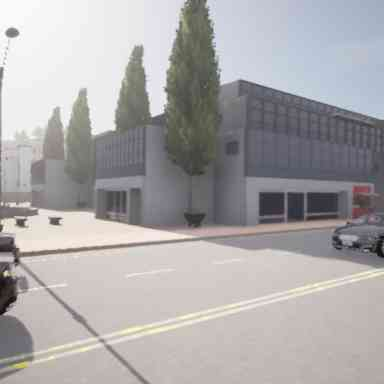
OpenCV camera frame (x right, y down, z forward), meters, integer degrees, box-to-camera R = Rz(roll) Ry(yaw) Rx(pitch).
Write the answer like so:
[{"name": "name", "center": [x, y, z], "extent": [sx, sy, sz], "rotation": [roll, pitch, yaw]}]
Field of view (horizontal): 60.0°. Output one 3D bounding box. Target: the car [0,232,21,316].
[{"name": "car", "center": [-5.160, 1.480, 4.624], "extent": [4.892, 1.490, 1.837], "rotation": [1, 0, -36]}]

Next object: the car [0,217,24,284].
[{"name": "car", "center": [-6.797, 1.481, 7.835], "extent": [4.892, 1.490, 1.837], "rotation": [1, 0, -33]}]

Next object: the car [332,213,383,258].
[{"name": "car", "center": [7.658, 1.616, 13.434], "extent": [4.902, 1.511, 2.128], "rotation": [1, 0, -34]}]
